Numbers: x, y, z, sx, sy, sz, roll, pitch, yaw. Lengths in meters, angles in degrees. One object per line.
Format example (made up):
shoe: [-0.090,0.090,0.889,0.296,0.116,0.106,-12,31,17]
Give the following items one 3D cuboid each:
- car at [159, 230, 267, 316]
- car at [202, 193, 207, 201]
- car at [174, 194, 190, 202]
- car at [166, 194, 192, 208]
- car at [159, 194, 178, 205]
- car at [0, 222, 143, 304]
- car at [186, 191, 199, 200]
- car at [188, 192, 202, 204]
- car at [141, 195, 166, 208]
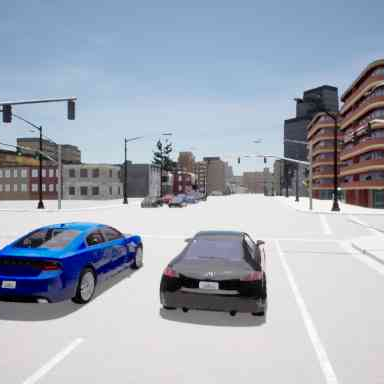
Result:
car: [0.689,1.563,7.636,1.994,1.385,4.181,0,0,12]
car: [1.867,1.047,66.114,1.837,1.490,4.892,0,1,12]
car: [-1.895,1.119,65.125,2.033,1.411,5.357,0,1,11]
car: [-1.925,1.405,46.885,2.033,1.411,5.357,0,1,11]
car: [-3.800,1.222,55.474,1.882,1.535,5.008,0,1,11]
car: [-2.748,1.477,8.283,1.882,1.535,5.008,0,0,11]
car: [0.048,0.746,74.930,2.097,1.767,4.553,0,1,11]
car: [-0.091,1.245,56.291,1.812,1.442,4.674,0,1,11]
car: [-5.561,1.226,46.508,2.097,1.767,4.553,0,1,11]
